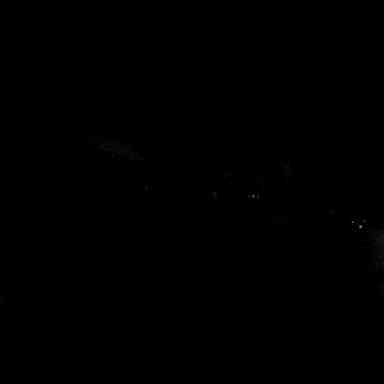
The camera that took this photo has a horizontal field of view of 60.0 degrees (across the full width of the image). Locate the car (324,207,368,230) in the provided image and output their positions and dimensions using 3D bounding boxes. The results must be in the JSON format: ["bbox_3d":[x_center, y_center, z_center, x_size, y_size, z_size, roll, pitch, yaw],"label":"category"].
[{"bbox_3d":[8.422,1.696,21.768,2.033,1.411,5.357,2,-2,-35],"label":"car"}]
